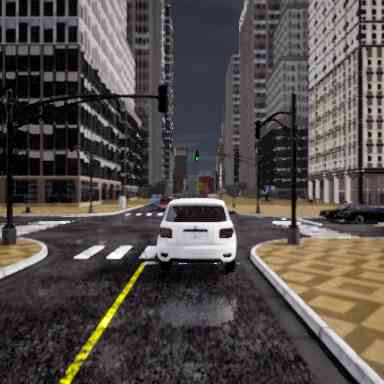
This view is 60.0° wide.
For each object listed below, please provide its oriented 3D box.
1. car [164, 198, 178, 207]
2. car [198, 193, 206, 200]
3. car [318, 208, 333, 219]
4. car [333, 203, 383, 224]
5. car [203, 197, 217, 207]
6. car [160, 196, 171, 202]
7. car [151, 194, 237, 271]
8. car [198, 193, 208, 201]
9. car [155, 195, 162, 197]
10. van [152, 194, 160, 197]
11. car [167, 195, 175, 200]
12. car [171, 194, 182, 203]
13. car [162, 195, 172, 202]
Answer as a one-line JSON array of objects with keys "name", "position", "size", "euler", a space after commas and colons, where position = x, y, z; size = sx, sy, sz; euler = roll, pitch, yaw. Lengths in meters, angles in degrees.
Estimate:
[{"name": "car", "position": [-3.172, 1.551, 51.784], "size": [1.895, 1.301, 4.718], "euler": [0, 0, 1]}, {"name": "car", "position": [2.748, 1.221, 93.679], "size": [2.192, 1.841, 5.009], "euler": [0, 0, 0]}, {"name": "car", "position": [13.584, 1.654, 28.002], "size": [5.357, 1.411, 2.033], "euler": [0, 0, -1]}, {"name": "car", "position": [13.480, 1.695, 24.739], "size": [4.718, 1.301, 1.895], "euler": [0, 0, -2]}, {"name": "car", "position": [2.608, 1.498, 49.367], "size": [1.887, 1.381, 4.507], "euler": [0, 0, 0]}, {"name": "car", "position": [-5.715, 1.496, 71.552], "size": [1.947, 1.339, 4.313], "euler": [0, 0, 0]}, {"name": "car", "position": [0.277, 1.212, 11.049], "size": [2.150, 2.045, 5.566], "euler": [0, 0, 4]}, {"name": "car", "position": [2.707, 1.233, 82.601], "size": [2.192, 1.841, 5.009], "euler": [0, 0, 0]}, {"name": "car", "position": [-3.229, 1.487, 40.700], "size": [1.812, 1.442, 4.674], "euler": [0, 0, 0]}, {"name": "van", "position": [-5.774, 1.289, 54.934], "size": [1.690, 1.788, 3.998], "euler": [0, 0, 0]}, {"name": "car", "position": [-5.654, 1.494, 88.170], "size": [1.802, 1.307, 4.206], "euler": [0, 0, 0]}, {"name": "car", "position": [-3.046, 1.289, 66.793], "size": [2.097, 1.767, 4.553], "euler": [0, 0, 0]}, {"name": "car", "position": [-5.694, 1.475, 77.090], "size": [2.008, 1.369, 4.403], "euler": [0, 0, 0]}]
